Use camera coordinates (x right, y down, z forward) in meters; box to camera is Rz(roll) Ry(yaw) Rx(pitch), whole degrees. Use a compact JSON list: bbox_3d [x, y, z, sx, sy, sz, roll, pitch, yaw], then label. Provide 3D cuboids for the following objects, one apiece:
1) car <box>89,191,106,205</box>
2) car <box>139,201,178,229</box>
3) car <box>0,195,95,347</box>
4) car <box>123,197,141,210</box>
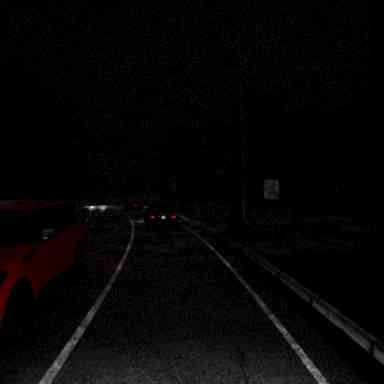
[{"bbox_3d":[-14.048,0.854,49.174,2.150,2.045,5.566,2,0,-20],"label":"car"},{"bbox_3d":[-2.096,1.487,21.304,2.033,1.411,5.357,1,0,-11],"label":"car"},{"bbox_3d":[-3.682,1.185,6.553,2.150,2.045,5.566,0,0,-4],"label":"car"},{"bbox_3d":[-7.087,1.319,39.694,1.882,1.535,5.008,2,0,-18],"label":"car"}]
